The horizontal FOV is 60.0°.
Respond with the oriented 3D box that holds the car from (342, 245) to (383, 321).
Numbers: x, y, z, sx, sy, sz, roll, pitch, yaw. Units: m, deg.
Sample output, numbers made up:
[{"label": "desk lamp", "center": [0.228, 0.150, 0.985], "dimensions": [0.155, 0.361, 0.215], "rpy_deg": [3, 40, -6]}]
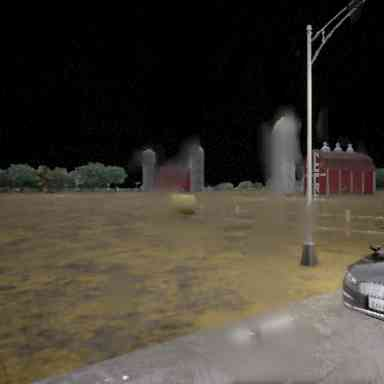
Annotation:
[{"label": "car", "center": [4.909, 1.482, 6.534], "dimensions": [4.902, 1.511, 2.128], "rpy_deg": [0, 0, -35]}]
